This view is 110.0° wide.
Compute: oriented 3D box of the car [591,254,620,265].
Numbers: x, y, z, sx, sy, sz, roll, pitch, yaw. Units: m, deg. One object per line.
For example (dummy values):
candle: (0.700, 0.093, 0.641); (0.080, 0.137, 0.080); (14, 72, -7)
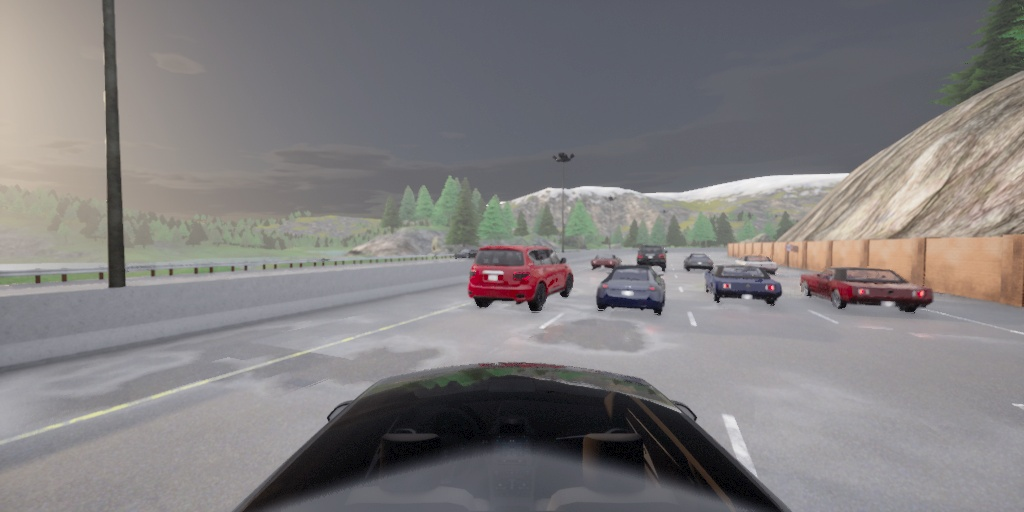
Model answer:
car: (8.060, 0.477, 30.380); (1.895, 1.301, 4.718); (1, 2, 23)

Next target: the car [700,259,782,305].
car: (8.641, 0.990, 13.847); (1.895, 1.301, 4.718); (1, 2, 23)

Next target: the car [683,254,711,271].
car: (15.329, 0.478, 29.576); (1.994, 1.385, 4.181); (1, 2, 23)

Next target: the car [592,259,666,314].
car: (4.154, 0.994, 12.276); (1.994, 1.385, 4.181); (1, 2, 23)

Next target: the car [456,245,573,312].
car: (0.540, 0.632, 12.742); (2.150, 2.045, 5.566); (1, 2, 24)

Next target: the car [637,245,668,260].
car: (11.581, 0.124, 29.686); (2.150, 2.045, 5.566); (1, 2, 23)

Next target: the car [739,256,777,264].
car: (17.726, 0.622, 26.283); (1.895, 1.301, 4.718); (1, 2, 23)

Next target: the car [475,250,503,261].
car: (-3.071, -0.133, 49.362); (1.895, 1.301, 4.718); (1, 2, 23)

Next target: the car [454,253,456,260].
car: (-6.317, -0.302, 50.657); (1.882, 1.535, 5.008); (1, 2, 23)

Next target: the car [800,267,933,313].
car: (11.865, 1.039, 12.484); (1.895, 1.301, 4.718); (1, 2, 23)
